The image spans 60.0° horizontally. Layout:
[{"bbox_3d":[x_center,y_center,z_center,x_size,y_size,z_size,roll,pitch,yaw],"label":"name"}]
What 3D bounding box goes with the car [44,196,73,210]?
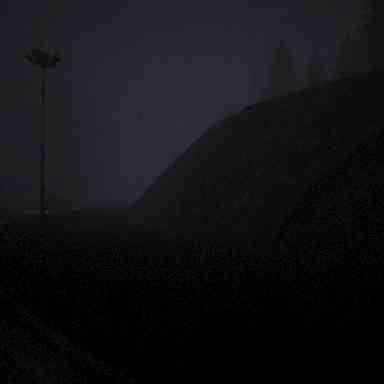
[{"bbox_3d":[-16.395,1.309,41.024,2.097,1.767,4.553,0,0,0],"label":"car"}]
